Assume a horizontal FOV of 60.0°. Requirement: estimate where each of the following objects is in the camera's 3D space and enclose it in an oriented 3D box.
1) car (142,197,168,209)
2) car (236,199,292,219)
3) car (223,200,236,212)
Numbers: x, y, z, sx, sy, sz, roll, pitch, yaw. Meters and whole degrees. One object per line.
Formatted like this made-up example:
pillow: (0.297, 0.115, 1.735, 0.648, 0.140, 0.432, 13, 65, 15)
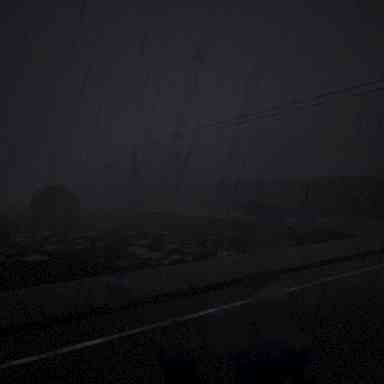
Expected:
car: (-5.027, 1.502, 45.301, 1.882, 1.535, 5.008, 0, 0, -34)
car: (6.364, 1.529, 28.749, 1.837, 1.490, 4.892, 0, 0, -35)
car: (5.449, 1.516, 36.563, 2.128, 1.511, 4.902, 0, 0, -35)
